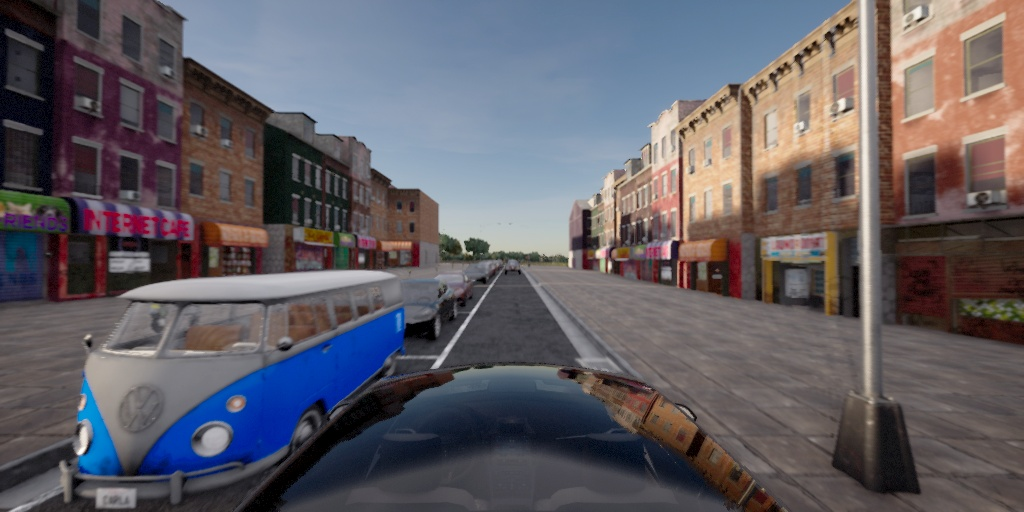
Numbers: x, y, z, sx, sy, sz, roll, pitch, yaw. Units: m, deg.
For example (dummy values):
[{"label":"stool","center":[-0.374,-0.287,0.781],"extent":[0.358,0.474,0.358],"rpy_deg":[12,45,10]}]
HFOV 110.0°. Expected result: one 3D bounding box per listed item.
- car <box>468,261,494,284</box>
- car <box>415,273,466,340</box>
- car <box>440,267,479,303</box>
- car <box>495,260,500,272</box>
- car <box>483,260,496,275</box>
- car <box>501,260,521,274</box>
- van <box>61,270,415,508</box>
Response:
[{"label":"car","center":[-2.640,1.293,26.649],"extent":[1.948,1.339,4.313],"rpy_deg":[0,0,0]},{"label":"car","center":[-2.638,1.320,10.031],"extent":[1.948,1.339,4.313],"rpy_deg":[0,0,0]},{"label":"car","center":[-2.639,1.326,15.573],"extent":[1.802,1.307,4.207],"rpy_deg":[0,0,0]},{"label":"car","center":[-2.642,1.174,37.727],"extent":[1.967,1.591,4.097],"rpy_deg":[0,0,0]},{"label":"car","center":[-2.641,1.310,32.189],"extent":[1.802,1.307,4.207],"rpy_deg":[0,0,0]},{"label":"car","center":[0.093,1.286,40.801],"extent":[2.033,1.411,5.357],"rpy_deg":[0,0,0]},{"label":"van","center":[-2.637,1.095,4.484],"extent":[1.690,1.789,3.998],"rpy_deg":[0,0,0]}]
